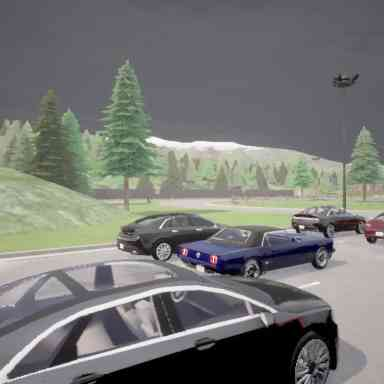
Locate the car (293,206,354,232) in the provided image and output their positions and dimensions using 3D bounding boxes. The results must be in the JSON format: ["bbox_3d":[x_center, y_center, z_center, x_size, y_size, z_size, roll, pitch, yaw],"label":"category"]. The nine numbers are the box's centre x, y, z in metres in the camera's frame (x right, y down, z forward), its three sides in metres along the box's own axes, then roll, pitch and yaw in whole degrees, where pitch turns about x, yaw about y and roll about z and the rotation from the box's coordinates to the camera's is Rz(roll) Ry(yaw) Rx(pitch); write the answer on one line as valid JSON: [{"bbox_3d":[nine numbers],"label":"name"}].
[{"bbox_3d":[7.299,1.491,17.530,4.902,1.511,2.128,0,0,-35],"label":"car"}]

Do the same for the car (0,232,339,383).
[{"bbox_3d":[-0.433,1.493,3.434,4.902,1.511,2.128,0,0,-35],"label":"car"}]

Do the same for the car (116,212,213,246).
[{"bbox_3d":[-0.290,1.505,12.129,4.892,1.490,1.837,0,0,-35],"label":"car"}]

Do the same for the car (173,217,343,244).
[{"bbox_3d":[2.022,1.601,9.478,4.718,1.301,1.895,0,0,-35],"label":"car"}]

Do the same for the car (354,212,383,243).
[{"bbox_3d":[9.442,1.526,14.759,4.674,1.442,1.812,0,0,-35],"label":"car"}]
